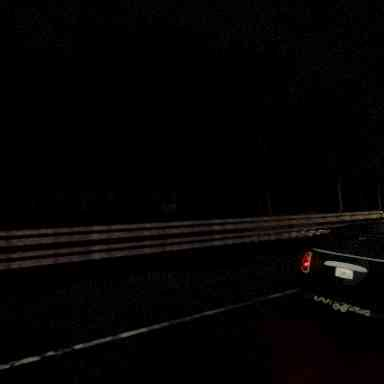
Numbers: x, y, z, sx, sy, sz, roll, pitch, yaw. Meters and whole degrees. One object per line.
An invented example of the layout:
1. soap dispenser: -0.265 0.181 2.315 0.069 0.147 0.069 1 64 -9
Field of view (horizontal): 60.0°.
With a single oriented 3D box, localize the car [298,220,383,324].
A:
1. car: 4.282 1.404 6.822 4.553 1.767 2.097 1 0 -36
